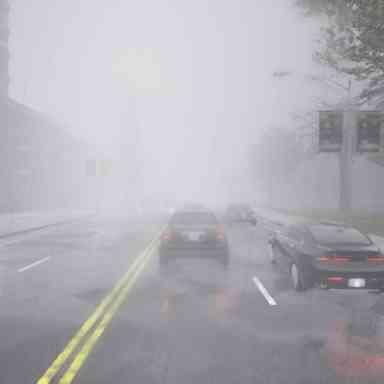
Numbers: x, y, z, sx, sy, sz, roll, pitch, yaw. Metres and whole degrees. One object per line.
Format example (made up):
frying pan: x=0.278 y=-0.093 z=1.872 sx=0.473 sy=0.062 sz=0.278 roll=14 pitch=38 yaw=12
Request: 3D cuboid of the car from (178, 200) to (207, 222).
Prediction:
car: x=0.071 y=1.499 z=27.124 sx=2.128 sy=1.511 sz=4.902 roll=0 pitch=0 yaw=0

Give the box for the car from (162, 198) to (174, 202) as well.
car: x=-3.334 y=1.622 z=49.000 sx=2.033 sy=1.411 sz=5.357 roll=0 pitch=0 yaw=0

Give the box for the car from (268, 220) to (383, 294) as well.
car: x=3.270 y=1.496 z=8.805 sx=1.837 sy=1.490 sz=4.892 roll=0 pitch=0 yaw=3

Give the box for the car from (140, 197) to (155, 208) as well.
car: x=-6.580 y=1.580 z=49.406 sx=1.837 sy=1.490 sz=4.892 roll=0 pitch=0 yaw=0

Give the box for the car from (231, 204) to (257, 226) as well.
car: x=3.297 y=1.547 z=23.425 sx=2.033 sy=1.411 sz=5.357 roll=0 pitch=0 yaw=1

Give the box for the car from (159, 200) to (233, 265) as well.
car: x=0.070 y=1.341 z=11.789 sx=2.097 sy=1.767 sz=4.553 roll=0 pitch=0 yaw=0
